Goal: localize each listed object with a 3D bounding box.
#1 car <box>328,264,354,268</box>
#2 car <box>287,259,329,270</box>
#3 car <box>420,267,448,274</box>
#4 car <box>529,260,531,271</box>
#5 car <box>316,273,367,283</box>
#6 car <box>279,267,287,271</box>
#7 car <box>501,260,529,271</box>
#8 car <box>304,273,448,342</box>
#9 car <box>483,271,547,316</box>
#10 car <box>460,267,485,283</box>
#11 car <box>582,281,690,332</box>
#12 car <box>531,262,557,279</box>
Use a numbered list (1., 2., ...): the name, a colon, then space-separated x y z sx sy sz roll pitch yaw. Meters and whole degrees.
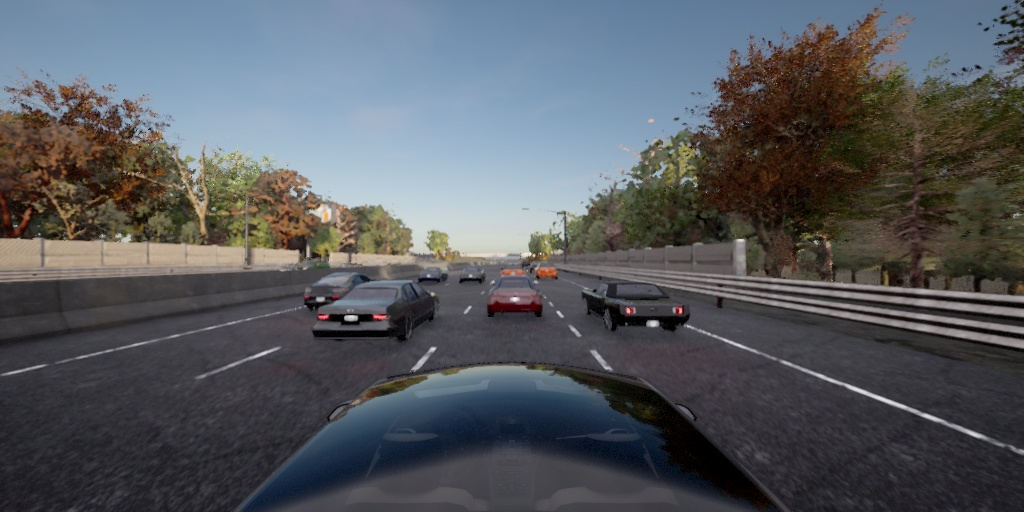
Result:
1. car: -21.084 1.797 45.727 1.994 1.385 4.181 0 -1 0
2. car: -24.587 1.437 44.208 2.150 2.045 5.566 0 -1 0
3. car: -6.898 1.640 31.698 1.994 1.385 4.181 0 -1 0
4. car: 3.498 1.806 53.912 1.837 1.490 4.892 0 -1 0
5. car: -6.897 1.420 15.214 1.812 1.442 4.674 0 -1 0
6. car: -28.072 1.735 46.531 2.128 1.511 4.902 0 -1 0
7. car: 0.098 1.418 30.785 2.097 1.767 4.553 0 -1 0
8. car: -3.398 1.386 10.078 2.033 1.411 5.357 0 -1 0
9. car: 0.100 1.446 14.041 1.994 1.385 4.181 0 -1 0
10. car: -3.398 1.638 31.537 1.994 1.385 4.181 0 -1 0
11. car: 3.541 1.437 11.303 1.895 1.301 4.718 0 -1 -1
12. car: 3.499 1.480 37.863 2.097 1.767 4.553 0 -1 0
